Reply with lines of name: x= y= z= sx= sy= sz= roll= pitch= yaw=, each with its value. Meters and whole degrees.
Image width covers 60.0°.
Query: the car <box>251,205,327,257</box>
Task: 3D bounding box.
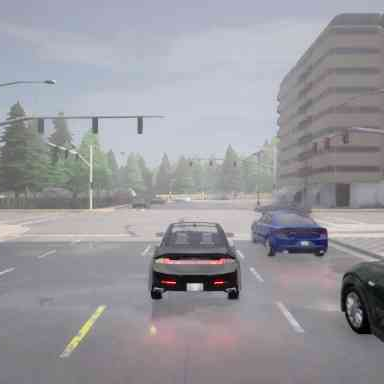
car: x=3.588 y=1.478 z=13.034 sx=1.882 sy=1.535 sz=5.008 roll=0 pitch=0 yaw=0

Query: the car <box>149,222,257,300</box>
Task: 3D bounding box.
car: x=0.068 y=1.491 z=8.389 sx=2.128 sy=1.511 sz=4.902 roll=0 pitch=0 yaw=0

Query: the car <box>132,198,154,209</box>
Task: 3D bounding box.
car: x=-7.021 y=1.547 z=46.592 sx=2.033 sy=1.411 sz=5.357 roll=0 pitch=0 yaw=1

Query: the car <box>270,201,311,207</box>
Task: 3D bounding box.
car: x=8.754 y=1.577 z=32.058 sx=5.357 sy=1.411 sz=2.033 roll=1 pitch=0 yaw=-1

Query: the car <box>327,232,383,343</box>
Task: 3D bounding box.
car: x=3.601 y=1.352 z=3.883 sx=2.097 sy=1.767 sz=4.553 roll=0 pitch=0 yaw=0

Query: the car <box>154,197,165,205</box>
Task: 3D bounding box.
car: x=-6.143 y=1.563 z=58.452 sx=1.994 sy=1.385 sz=4.181 roll=0 pitch=0 yaw=9

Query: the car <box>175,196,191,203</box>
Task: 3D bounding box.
car: x=-1.845 y=1.524 z=72.009 sx=1.812 sy=1.442 sz=4.674 roll=0 pitch=0 yaw=27

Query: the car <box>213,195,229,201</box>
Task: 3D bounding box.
car: x=7.326 y=1.507 z=83.866 sx=4.674 sy=1.442 sz=1.812 roll=0 pitch=0 yaw=-45
